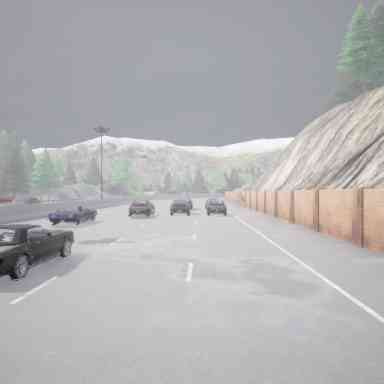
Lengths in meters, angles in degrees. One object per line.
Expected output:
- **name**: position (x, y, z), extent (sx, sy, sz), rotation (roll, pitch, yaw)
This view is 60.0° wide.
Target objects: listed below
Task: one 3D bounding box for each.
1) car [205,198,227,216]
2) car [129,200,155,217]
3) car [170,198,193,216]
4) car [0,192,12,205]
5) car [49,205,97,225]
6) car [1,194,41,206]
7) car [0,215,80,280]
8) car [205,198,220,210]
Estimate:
- **car**: position (2.381, 1.491, 32.811), extent (2.128, 1.511, 4.902), rotation (0, 0, 1)
- **car**: position (-4.656, 1.491, 31.371), extent (2.128, 1.511, 4.902), rotation (0, 0, 1)
- **car**: position (-1.115, 1.505, 33.045), extent (1.837, 1.490, 4.892), rotation (0, 0, 1)
- **car**: position (-22.120, 0.840, 37.009), extent (2.150, 2.045, 5.566), rotation (0, 0, 1)
- **car**: position (-8.349, 1.601, 23.807), extent (1.895, 1.301, 4.718), rotation (0, 0, 1)
- **car**: position (-18.619, 1.371, 36.980), extent (2.097, 1.767, 4.553), rotation (0, 0, 1)
- **car**: position (-5.202, 1.601, 9.874), extent (1.895, 1.301, 4.718), rotation (0, 0, 1)
- **car**: position (2.642, 1.525, 43.256), extent (1.812, 1.442, 4.674), rotation (0, 0, 1)
